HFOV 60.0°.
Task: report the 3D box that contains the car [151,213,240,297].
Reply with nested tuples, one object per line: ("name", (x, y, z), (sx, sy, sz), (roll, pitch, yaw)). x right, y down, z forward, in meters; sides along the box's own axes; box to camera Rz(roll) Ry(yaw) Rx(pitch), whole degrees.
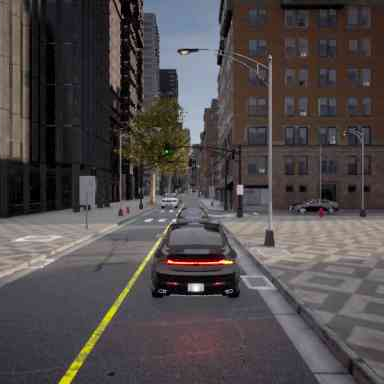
("car", (0.082, 1.505, 8.527), (1.837, 1.490, 4.892), (0, 0, 0))

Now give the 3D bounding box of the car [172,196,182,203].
("car", (-3.031, 1.565, 67.579), (1.994, 1.385, 4.181), (0, 0, 0))

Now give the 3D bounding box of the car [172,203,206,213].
("car", (0.058, 1.547, 18.269), (2.033, 1.411, 5.357), (0, 0, 0))

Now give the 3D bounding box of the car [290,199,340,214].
("car", (12.610, 1.471, 34.241), (4.902, 1.511, 2.128), (0, 0, 0))

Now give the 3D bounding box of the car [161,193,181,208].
("car", (-3.090, 1.222, 47.037), (2.150, 2.045, 5.566), (0, 0, 0))
